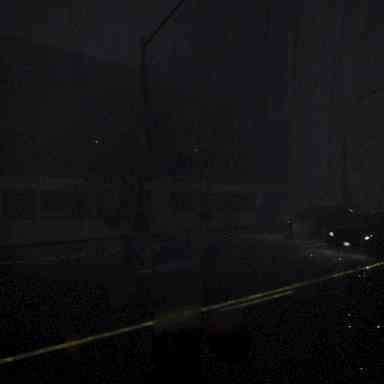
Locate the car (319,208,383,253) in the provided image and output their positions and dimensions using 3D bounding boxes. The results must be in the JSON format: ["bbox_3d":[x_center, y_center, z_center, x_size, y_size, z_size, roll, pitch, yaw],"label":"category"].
[{"bbox_3d":[7.933,1.551,13.948,5.357,1.411,2.033,0,0,-35],"label":"car"}]

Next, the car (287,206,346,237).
[{"bbox_3d":[7.058,1.510,17.621,4.892,1.490,1.837,0,0,-35],"label":"car"}]
